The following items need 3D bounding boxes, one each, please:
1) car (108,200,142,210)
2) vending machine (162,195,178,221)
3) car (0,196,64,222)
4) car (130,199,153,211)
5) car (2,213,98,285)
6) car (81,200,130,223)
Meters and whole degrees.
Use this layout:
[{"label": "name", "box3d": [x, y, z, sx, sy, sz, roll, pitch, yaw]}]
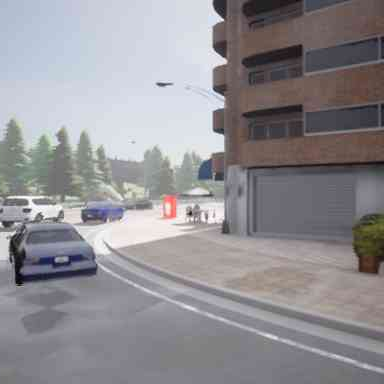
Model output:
[{"label": "car", "box3d": [-9.283, 1.797, 46.566, 1.895, 1.301, 4.718, 0, 0, 32]}, {"label": "vending machine", "box3d": [-1.854, 1.321, 28.138, 1.100, 2.100, 0.880, 0, 0, 19]}, {"label": "car", "box3d": [-10.948, 1.310, 23.170, 2.150, 2.045, 5.566, 0, 0, 2]}, {"label": "car", "box3d": [-7.070, 1.693, 43.472, 1.837, 1.490, 4.892, 0, -1, 31]}, {"label": "car", "box3d": [-4.231, 1.585, 9.705, 2.033, 1.411, 5.357, 0, 0, -30]}, {"label": "car", "box3d": [-6.987, 1.587, 26.578, 1.882, 1.535, 5.008, 0, 0, 9]}]
